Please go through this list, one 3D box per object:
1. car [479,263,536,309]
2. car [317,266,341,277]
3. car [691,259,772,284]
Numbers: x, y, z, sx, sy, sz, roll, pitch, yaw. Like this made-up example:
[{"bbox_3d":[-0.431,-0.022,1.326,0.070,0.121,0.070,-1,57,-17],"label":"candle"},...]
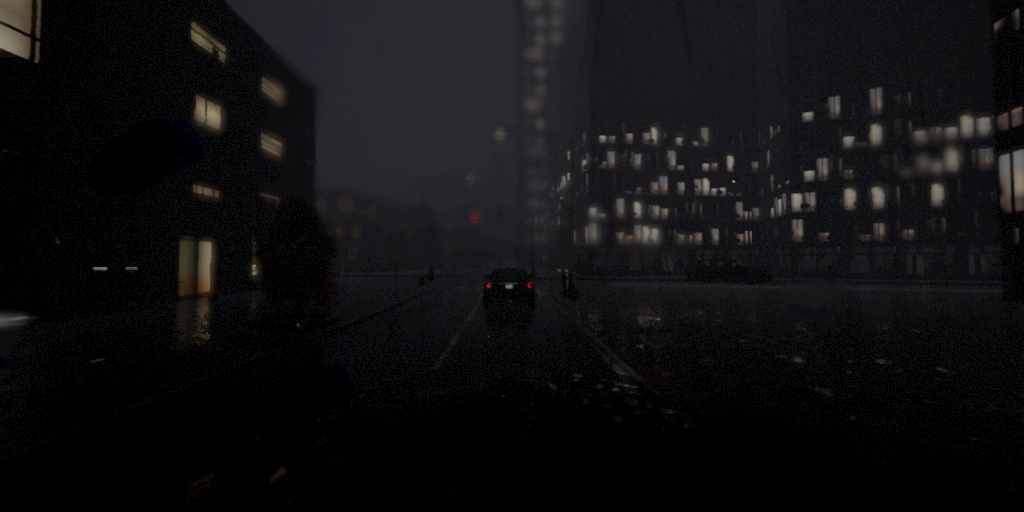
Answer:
[{"bbox_3d":[-0.163,1.232,15.973,2.097,1.767,4.553,0,-1,-1],"label":"car"},{"bbox_3d":[-20.400,1.648,38.261,4.313,1.339,1.948,0,0,18],"label":"car"},{"bbox_3d":[15.871,1.152,26.195,5.009,1.841,2.192,0,0,18],"label":"car"}]
